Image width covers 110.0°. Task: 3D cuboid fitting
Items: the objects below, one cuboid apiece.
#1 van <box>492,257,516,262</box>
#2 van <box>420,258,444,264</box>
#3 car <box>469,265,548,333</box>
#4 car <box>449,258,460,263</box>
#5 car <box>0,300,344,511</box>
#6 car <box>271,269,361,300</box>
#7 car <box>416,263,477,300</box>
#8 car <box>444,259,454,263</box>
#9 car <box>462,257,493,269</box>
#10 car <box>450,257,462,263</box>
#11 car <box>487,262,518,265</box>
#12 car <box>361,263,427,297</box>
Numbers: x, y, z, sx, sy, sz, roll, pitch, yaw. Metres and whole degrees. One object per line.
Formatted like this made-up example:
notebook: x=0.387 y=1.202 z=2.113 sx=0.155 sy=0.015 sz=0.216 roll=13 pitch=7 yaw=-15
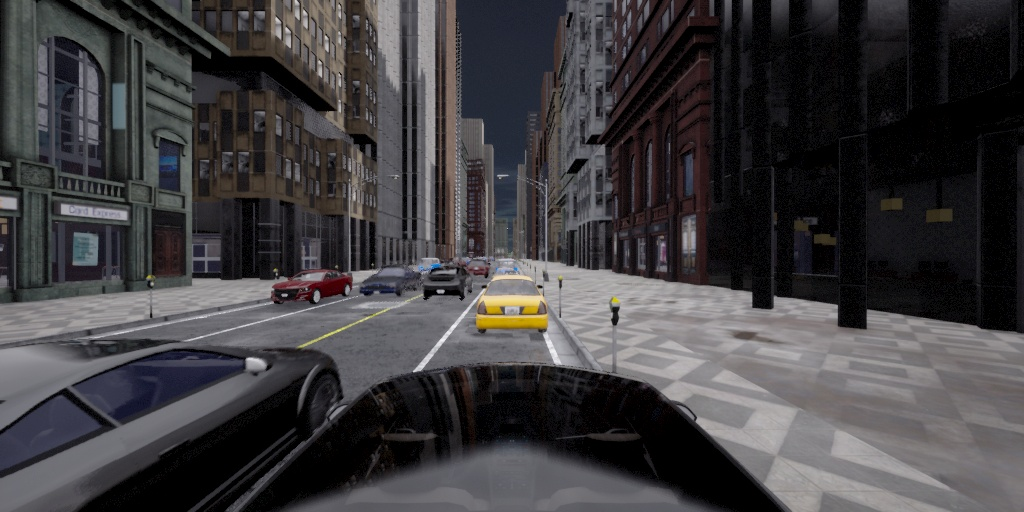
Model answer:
van: x=-0.383 y=1.098 z=27.584 sx=1.690 sy=1.789 sz=3.998 roll=0 pitch=0 yaw=0
van: x=-8.908 y=1.104 z=38.846 sx=1.690 sy=1.789 sz=3.998 roll=0 pitch=0 yaw=0
car: x=0.005 y=1.208 z=10.690 sx=1.801 sy=1.575 sz=5.366 roll=0 pitch=0 yaw=0
car: x=-8.908 y=1.334 z=50.119 sx=1.948 sy=1.339 sz=4.313 roll=0 pitch=0 yaw=0
car: x=-3.046 y=1.314 z=2.687 sx=1.994 sy=1.385 sz=4.181 roll=0 pitch=0 yaw=0
car: x=-8.908 y=1.297 z=16.299 sx=1.888 sy=1.381 sz=4.507 roll=0 pitch=0 yaw=0
car: x=-3.045 y=1.258 z=17.727 sx=1.837 sy=1.490 sz=4.892 roll=0 pitch=0 yaw=0
car: x=-8.908 y=1.331 z=44.482 sx=1.948 sy=1.339 sz=4.313 roll=0 pitch=0 yaw=0
car: x=-3.145 y=1.112 z=33.811 sx=2.097 sy=1.767 sz=4.553 roll=0 pitch=0 yaw=0
car: x=-8.908 y=1.086 z=55.755 sx=2.192 sy=1.841 sz=5.009 roll=0 pitch=0 yaw=0
car: x=-0.383 y=1.280 z=22.119 sx=1.751 sy=1.417 sz=4.829 roll=0 pitch=0 yaw=0
car: x=-6.247 y=1.301 z=19.186 sx=2.033 sy=1.411 sz=5.357 roll=0 pitch=0 yaw=0
